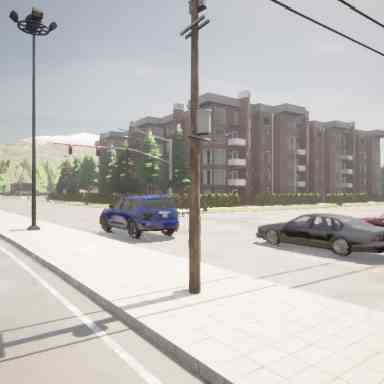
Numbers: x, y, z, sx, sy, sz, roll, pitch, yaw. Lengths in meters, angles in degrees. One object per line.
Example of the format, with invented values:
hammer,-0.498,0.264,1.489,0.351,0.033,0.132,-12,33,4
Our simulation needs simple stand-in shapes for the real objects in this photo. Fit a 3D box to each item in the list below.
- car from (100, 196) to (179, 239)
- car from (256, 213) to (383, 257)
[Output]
car,-2.911,1.221,17.620,2.150,2.045,5.566,0,0,-38
car,5.031,1.547,13.033,2.033,1.411,5.357,0,0,-37
